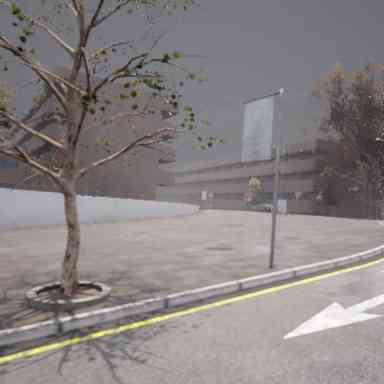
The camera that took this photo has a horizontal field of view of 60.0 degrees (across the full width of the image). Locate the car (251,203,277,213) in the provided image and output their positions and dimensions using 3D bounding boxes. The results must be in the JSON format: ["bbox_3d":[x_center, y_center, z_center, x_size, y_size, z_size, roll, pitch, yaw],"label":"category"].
[{"bbox_3d":[10.238,2.303,45.966,2.033,1.411,5.357,5,-3,-23],"label":"car"}]

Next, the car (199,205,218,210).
[{"bbox_3d":[3.027,3.104,61.653,1.895,1.301,4.718,6,-6,-25],"label":"car"}]
